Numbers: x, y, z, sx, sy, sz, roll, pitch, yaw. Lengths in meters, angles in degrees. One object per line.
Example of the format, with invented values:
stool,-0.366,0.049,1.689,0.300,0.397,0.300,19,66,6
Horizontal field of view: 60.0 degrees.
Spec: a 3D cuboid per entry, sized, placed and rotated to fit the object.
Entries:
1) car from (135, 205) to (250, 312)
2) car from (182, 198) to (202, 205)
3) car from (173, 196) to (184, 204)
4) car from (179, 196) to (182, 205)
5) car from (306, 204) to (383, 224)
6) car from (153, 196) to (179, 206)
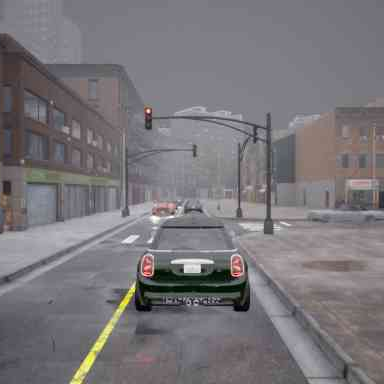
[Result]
car,0.022,1.352,7.894,2.097,1.767,4.553,0,0,0
car,0.170,1.574,37.916,1.994,1.385,4.181,0,0,0
car,-2.642,1.594,68.104,2.033,1.411,5.357,0,0,1
car,-2.775,1.562,43.356,2.033,1.411,5.357,0,0,0
car,10.549,1.534,23.212,4.718,1.301,1.895,0,0,0
car,-2.791,1.359,33.887,2.097,1.767,4.553,0,0,0
